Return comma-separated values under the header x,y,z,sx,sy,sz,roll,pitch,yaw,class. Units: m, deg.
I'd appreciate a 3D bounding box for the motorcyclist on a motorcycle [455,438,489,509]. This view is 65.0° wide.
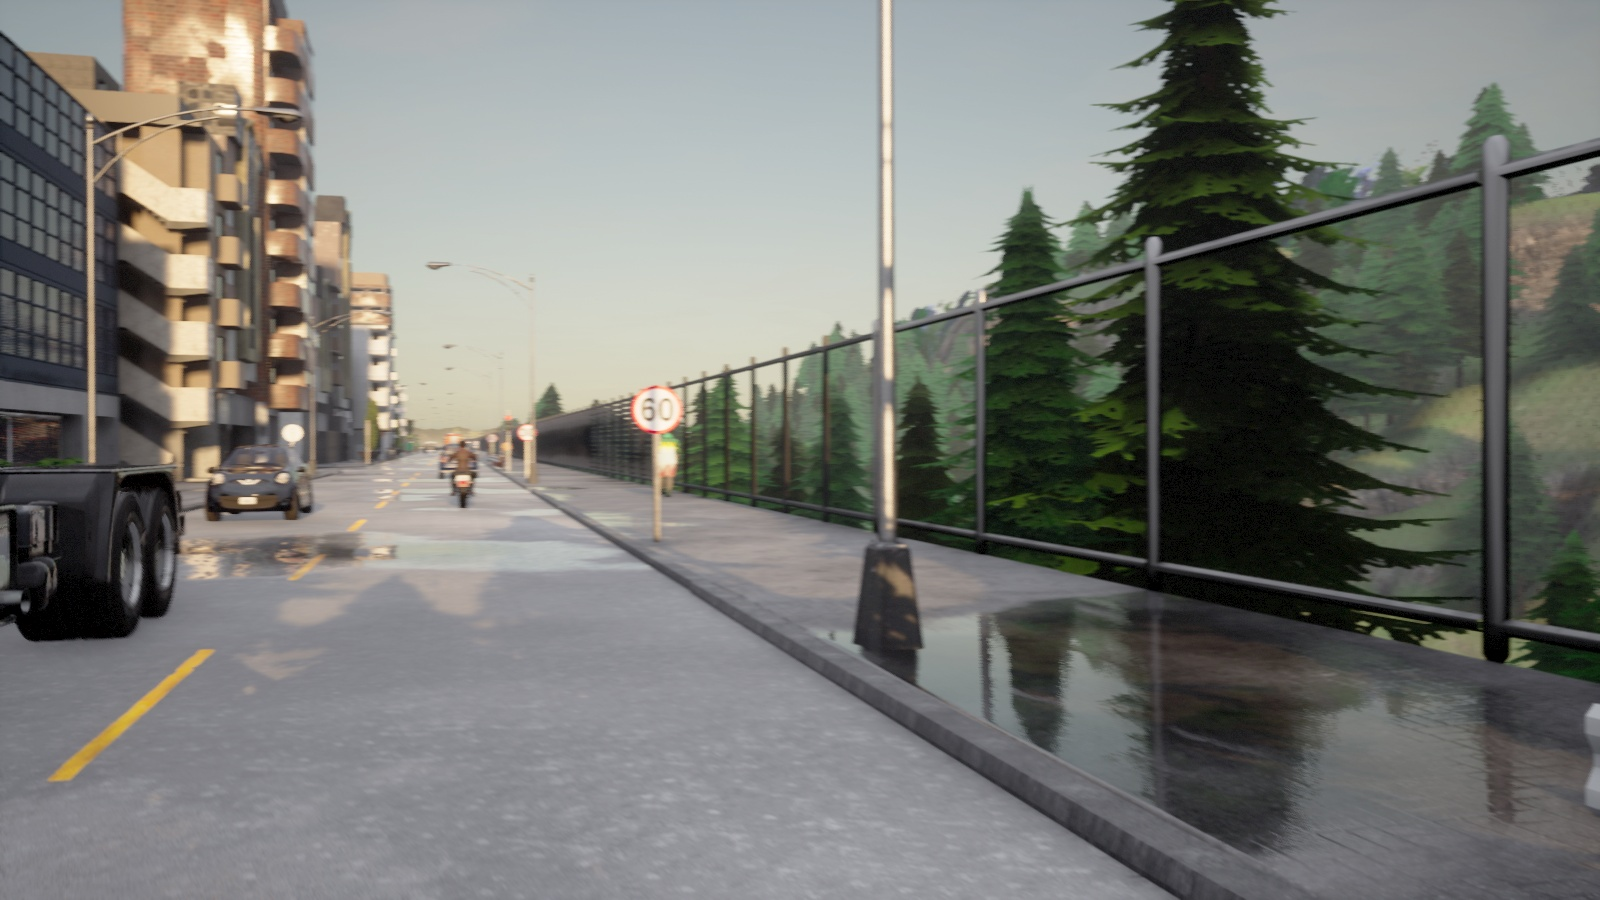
x,y,z,sx,sy,sz,roll,pitch,yaw,class
-7.993,0.552,30.547,0.766,1.649,2.350,0,0,-15,motorcyclist on a motorcycle

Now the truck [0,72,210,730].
x,y,z,sx,sy,sz,roll,pitch,yaw,class
-6.045,-0.265,7.874,2.891,3.462,7.936,0,0,-15,truck

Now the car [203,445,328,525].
x,y,z,sx,sy,sz,roll,pitch,yaw,class
-10.807,0.648,25.606,1.845,1.501,3.633,0,0,-15,car

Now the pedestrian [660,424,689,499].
x,y,z,sx,sy,sz,roll,pitch,yaw,class
-3.301,0.288,32.990,0.659,1.952,0.873,0,0,-13,pedestrian

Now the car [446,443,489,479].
x,y,z,sx,sy,sz,roll,pitch,yaw,class
-14.728,0.463,55.597,1.789,1.549,3.705,0,0,-15,car
